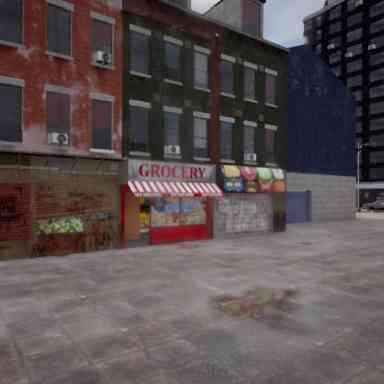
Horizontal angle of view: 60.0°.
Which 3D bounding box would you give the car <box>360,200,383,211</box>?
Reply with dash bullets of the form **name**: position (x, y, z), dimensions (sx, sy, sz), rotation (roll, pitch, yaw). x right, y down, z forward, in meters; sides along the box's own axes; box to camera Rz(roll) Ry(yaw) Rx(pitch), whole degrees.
- **car**: position (22.622, 1.610, 38.790), dimensions (2.033, 1.411, 5.357), rotation (1, 0, -36)
